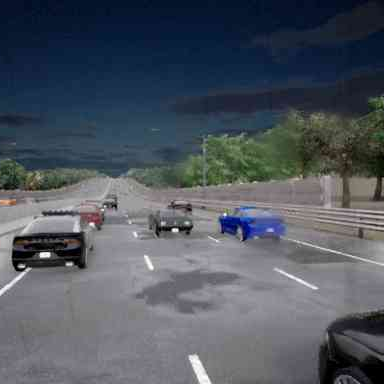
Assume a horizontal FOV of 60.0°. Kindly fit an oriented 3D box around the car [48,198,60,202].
[{"bbox_3d":[-26.015,1.847,63.178,2.033,1.411,5.357,0,0,-13],"label":"car"}]

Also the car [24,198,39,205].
[{"bbox_3d":[-28.952,1.809,60.240,1.812,1.442,4.674,0,0,-12],"label":"car"}]

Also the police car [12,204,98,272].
[{"bbox_3d":[-4.364,1.423,11.088,1.930,1.638,5.238,0,0,-13],"label":"police car"}]

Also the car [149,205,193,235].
[{"bbox_3d":[-1.340,1.609,18.703,1.895,1.301,4.718,0,0,-13],"label":"car"}]

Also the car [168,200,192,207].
[{"bbox_3d":[-1.285,1.548,34.111,1.882,1.535,5.008,0,-1,-13],"label":"car"}]

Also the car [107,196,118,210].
[{"bbox_3d":[-11.111,1.625,45.194,1.882,1.535,5.008,0,0,-13],"label":"car"}]

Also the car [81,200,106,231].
[{"bbox_3d":[-6.578,1.495,20.735,1.882,1.535,5.008,0,0,-13],"label":"car"}]

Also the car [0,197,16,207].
[{"bbox_3d":[-31.782,1.613,56.841,2.097,1.767,4.553,0,0,-12],"label":"car"}]

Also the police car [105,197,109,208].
[{"bbox_3d":[-7.946,1.464,26.696,1.930,1.638,5.238,0,0,-13],"label":"police car"}]

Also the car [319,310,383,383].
[{"bbox_3d":[2.588,1.490,1.582,2.128,1.511,4.902,0,0,-13],"label":"car"}]

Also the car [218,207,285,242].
[{"bbox_3d":[2.755,1.481,16.504,1.882,1.535,5.008,0,0,-13],"label":"car"}]
